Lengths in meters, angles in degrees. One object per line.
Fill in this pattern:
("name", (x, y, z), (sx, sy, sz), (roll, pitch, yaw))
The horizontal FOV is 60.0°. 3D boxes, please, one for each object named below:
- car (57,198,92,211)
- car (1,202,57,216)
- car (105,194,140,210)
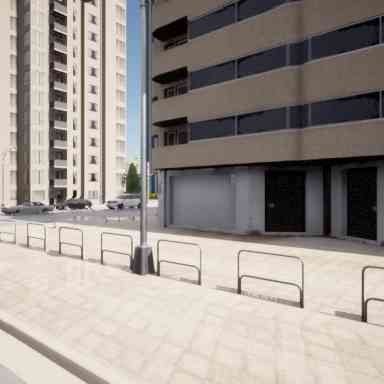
("car", (-14.959, 1.560, 41.963), (1.837, 1.490, 4.892), (0, 0, 39))
("car", (-16.767, 1.656, 34.075), (1.895, 1.301, 4.718), (0, 0, 38))
("car", (-8.732, 1.278, 44.129), (2.150, 2.045, 5.566), (0, 0, 40))
